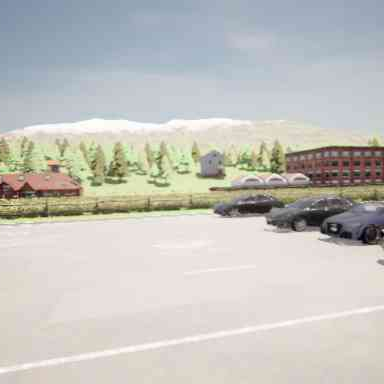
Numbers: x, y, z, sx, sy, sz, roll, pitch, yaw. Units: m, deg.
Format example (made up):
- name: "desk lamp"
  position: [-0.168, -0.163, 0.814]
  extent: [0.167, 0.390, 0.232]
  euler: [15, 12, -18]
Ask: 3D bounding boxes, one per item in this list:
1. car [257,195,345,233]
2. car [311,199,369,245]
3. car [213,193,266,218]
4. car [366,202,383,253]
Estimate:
- name: "car"
  position: [5.859, 0.974, 15.797]
  extent: [4.892, 1.490, 1.837]
  euler: [-2, 1, -17]
- name: "car"
  position: [6.976, 1.073, 12.479]
  extent: [4.181, 1.385, 1.994]
  euler: [-2, 1, -17]
- name: "car"
  position: [3.802, 0.886, 22.488]
  extent: [4.892, 1.490, 1.837]
  euler: [-2, 1, -17]
- name: "car"
  position: [7.556, 1.047, 8.999]
  extent: [5.008, 1.535, 1.882]
  euler: [-2, 1, -17]
